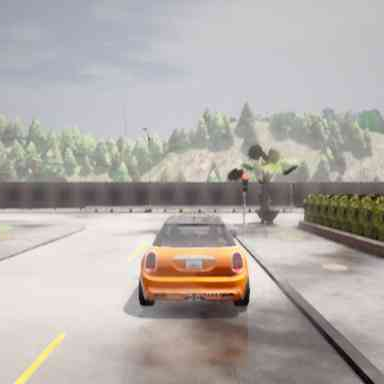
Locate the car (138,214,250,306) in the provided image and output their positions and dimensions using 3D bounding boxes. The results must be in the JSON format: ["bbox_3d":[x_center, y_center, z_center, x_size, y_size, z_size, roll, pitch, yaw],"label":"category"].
[{"bbox_3d":[0.056,1.312,8.088,2.097,1.767,4.553,0,0,0],"label":"car"}]
